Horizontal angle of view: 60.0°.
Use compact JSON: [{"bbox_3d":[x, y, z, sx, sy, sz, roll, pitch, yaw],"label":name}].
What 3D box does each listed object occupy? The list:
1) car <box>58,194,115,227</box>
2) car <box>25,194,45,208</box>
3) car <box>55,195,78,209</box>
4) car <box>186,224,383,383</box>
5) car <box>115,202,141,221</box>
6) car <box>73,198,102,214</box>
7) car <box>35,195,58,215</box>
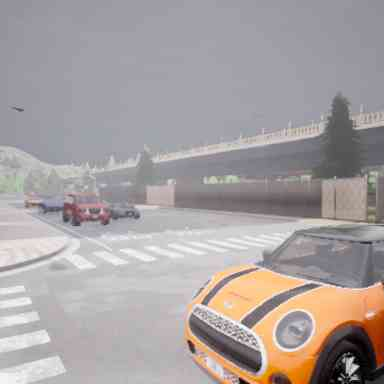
[{"bbox_3d":[-7.332,1.158,22.670,2.150,2.045,5.566,0,0,-31],"label":"car"},{"bbox_3d":[-22.173,1.409,46.528,1.882,1.535,5.008,0,0,-31],"label":"car"},{"bbox_3d":[-17.006,1.285,44.819,2.097,1.767,4.553,0,0,-32],"label":"car"},{"bbox_3d":[2.154,1.330,4.884,4.553,1.767,2.097,0,0,-32],"label":"car"},{"bbox_3d":[-5.702,1.499,26.668,1.994,1.385,4.181,0,0,-32],"label":"car"},{"bbox_3d":[-11.262,1.438,35.585,1.837,1.490,4.892,0,0,-32],"label":"car"},{"bbox_3d":[-14.414,1.412,34.026,1.882,1.535,5.008,0,0,-32],"label":"car"}]
